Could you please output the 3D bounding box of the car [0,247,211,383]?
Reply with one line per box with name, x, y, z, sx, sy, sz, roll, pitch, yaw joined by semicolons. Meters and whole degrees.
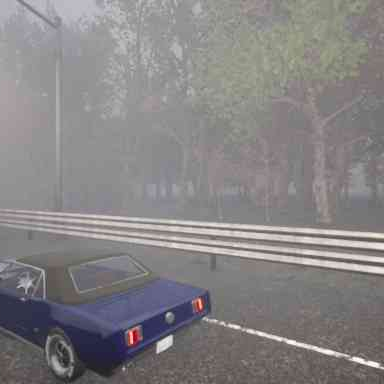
car;-2.133;1.600;5.432;4.718;1.301;1.895;0;0;36
